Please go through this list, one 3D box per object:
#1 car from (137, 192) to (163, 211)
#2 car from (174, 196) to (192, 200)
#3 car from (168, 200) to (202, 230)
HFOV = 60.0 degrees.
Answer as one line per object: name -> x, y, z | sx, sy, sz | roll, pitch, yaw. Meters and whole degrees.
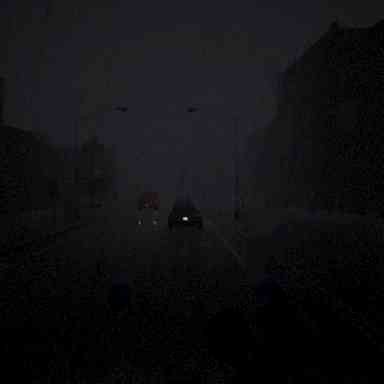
car -> -4.696, 0.977, 36.699 | 2.150, 2.045, 5.566 | 0, 0, -2
car -> -1.017, 1.227, 37.245 | 1.882, 1.535, 5.008 | 0, 0, -2
car -> -0.429, 1.427, 20.264 | 1.994, 1.385, 4.181 | 0, 0, -2
